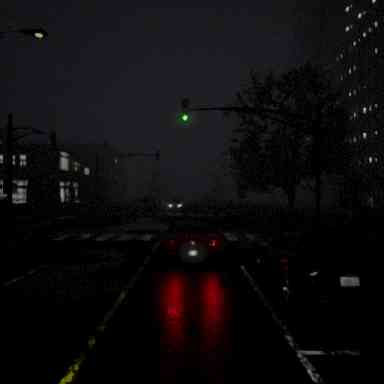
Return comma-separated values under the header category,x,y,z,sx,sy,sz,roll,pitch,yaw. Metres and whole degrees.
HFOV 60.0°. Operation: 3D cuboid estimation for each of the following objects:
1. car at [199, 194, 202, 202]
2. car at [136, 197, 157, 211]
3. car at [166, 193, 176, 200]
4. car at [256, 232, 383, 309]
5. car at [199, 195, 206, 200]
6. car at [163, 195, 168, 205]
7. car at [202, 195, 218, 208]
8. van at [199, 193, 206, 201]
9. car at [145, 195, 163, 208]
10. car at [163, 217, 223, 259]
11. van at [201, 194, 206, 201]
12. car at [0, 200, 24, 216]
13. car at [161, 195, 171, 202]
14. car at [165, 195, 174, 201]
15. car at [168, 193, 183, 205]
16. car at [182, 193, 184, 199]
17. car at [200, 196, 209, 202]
category,x,y,z,sx,sy,sz,roll,pitch,yaw
car,2.699,1.510,62.433,2.008,1.369,4.403,0,0,0
car,-5.683,1.556,40.228,1.802,1.307,4.206,0,0,0
car,-5.678,1.259,90.187,2.192,1.841,5.009,0,0,0
car,2.694,1.561,7.751,1.947,1.339,4.313,0,0,0
car,2.702,1.468,90.358,1.752,1.417,4.829,0,0,0
car,-5.682,1.514,56.881,2.008,1.369,4.403,0,0,0
car,2.697,1.495,45.950,1.752,1.417,4.829,0,0,0
van,2.703,1.287,84.637,1.690,1.788,3.998,0,0,0
car,-5.682,1.285,45.778,2.192,1.841,5.009,0,0,0
car,-0.042,1.592,12.492,1.895,1.301,4.718,0,0,-2
van,2.699,1.307,51.331,1.690,1.788,3.998,0,0,0
car,-17.266,1.352,29.232,4.507,1.381,1.887,1,-1,-1
car,-5.680,1.479,73.364,1.752,1.417,4.829,0,0,0
car,-5.679,1.497,84.636,2.008,1.369,4.403,0,0,0
car,-3.040,1.439,59.973,1.882,1.535,5.008,0,0,1
car,-2.994,1.161,75.586,2.150,2.045,5.566,0,0,0
car,2.700,1.519,73.535,1.947,1.339,4.313,0,0,0
